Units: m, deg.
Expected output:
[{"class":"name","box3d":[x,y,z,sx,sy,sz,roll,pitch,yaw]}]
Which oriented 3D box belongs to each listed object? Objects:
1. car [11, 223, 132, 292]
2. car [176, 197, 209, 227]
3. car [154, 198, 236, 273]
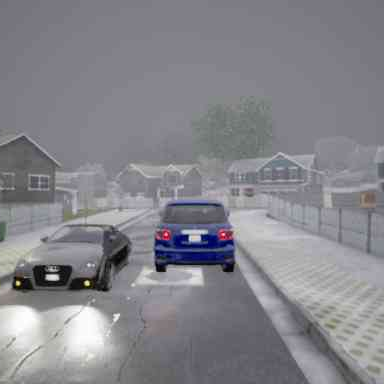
[{"class":"car","box3d":[-2.845,1.544,8.762,1.994,1.385,4.181,0,0,0]},{"class":"car","box3d":[0.140,1.302,23.328,2.097,1.767,4.553,0,0,2]},{"class":"car","box3d":[0.078,1.198,10.688,2.150,2.045,5.566,0,0,0]}]
